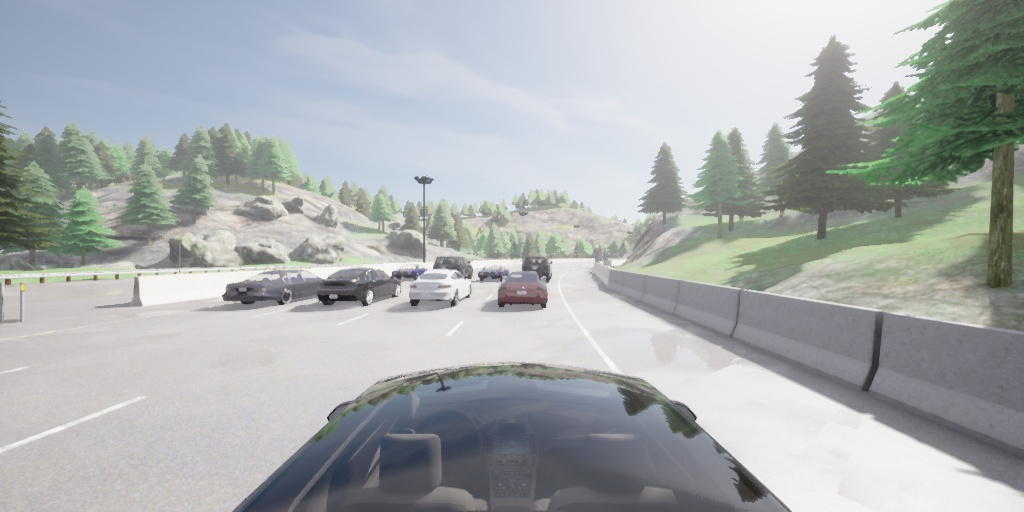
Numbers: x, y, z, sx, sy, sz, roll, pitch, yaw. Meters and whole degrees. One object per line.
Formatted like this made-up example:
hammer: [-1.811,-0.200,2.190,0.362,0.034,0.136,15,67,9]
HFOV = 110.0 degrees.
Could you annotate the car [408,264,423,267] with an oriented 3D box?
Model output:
car: [-8.308,1.366,30.551,1.895,1.301,4.718,0,0,9]

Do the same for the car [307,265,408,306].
car: [-6.465,1.266,15.751,1.837,1.490,4.892,0,0,4]

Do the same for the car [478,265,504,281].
car: [-1.387,1.366,29.502,1.895,1.301,4.718,0,0,9]

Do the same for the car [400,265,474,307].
car: [-2.975,1.283,15.489,1.812,1.442,4.674,0,0,4]

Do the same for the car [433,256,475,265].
car: [-4.848,1.008,30.026,2.150,2.045,5.566,0,0,9]

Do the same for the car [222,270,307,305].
car: [-9.955,1.313,16.013,2.033,1.411,5.357,0,0,4]

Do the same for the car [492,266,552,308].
car: [0.515,1.322,15.226,1.994,1.385,4.181,0,0,4]

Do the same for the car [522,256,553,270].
car: [2.073,1.008,28.977,2.150,2.045,5.566,0,0,9]
